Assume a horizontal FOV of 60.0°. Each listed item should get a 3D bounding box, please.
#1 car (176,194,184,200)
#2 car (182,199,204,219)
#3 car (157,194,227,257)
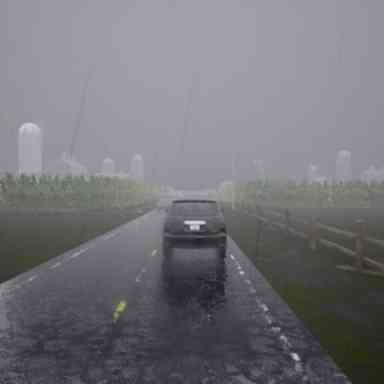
[{"bbox_3d":[-2.763,1.167,78.393,1.837,1.490,4.892,0,0,0],"label":"car"},{"bbox_3d":[0.088,1.463,29.432,1.837,1.490,4.892,0,0,0],"label":"car"},{"bbox_3d":[0.091,1.197,13.027,2.150,2.045,5.566,0,0,0],"label":"car"}]
